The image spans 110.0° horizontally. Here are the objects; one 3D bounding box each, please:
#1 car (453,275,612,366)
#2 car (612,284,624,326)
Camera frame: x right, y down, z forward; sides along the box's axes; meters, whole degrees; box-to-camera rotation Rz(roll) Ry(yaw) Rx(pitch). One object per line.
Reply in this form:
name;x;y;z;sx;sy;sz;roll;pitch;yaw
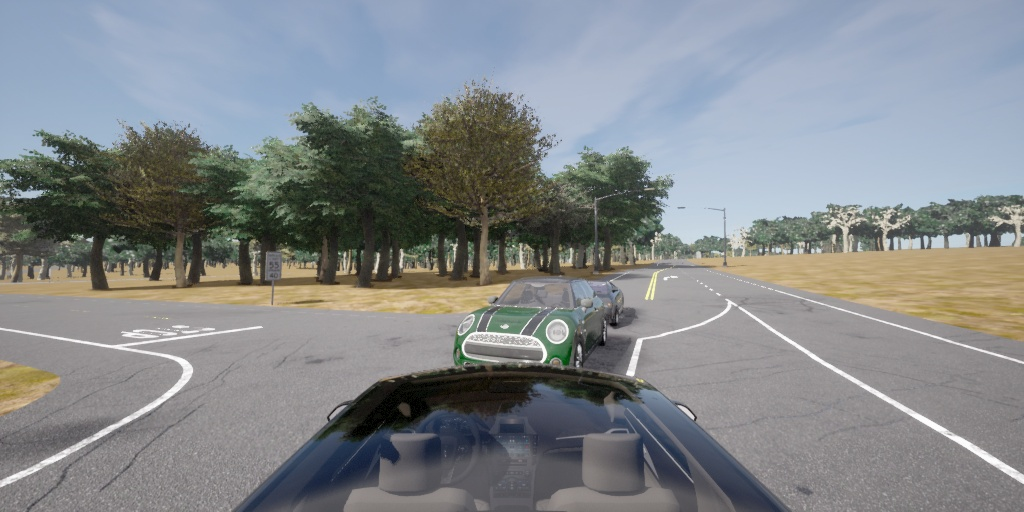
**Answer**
car;0.668;1.223;7.497;2.097;1.767;4.553;-1;-2;22
car;2.884;1.555;12.933;1.994;1.385;4.181;-2;0;22
